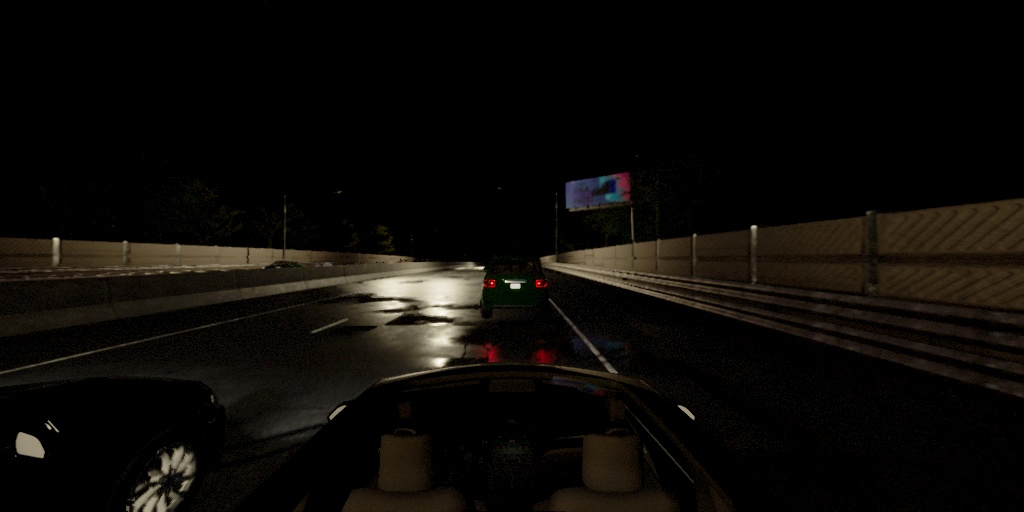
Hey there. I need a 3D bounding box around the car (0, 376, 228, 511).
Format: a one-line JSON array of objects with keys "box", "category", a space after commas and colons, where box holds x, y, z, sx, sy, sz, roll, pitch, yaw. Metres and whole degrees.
[{"box": [-3.400, 1.255, 1.125, 1.837, 1.490, 4.892, 0, 0, 0], "category": "car"}]

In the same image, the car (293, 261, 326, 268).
[{"box": [-21.079, 1.435, 39.217, 2.128, 1.511, 4.902, 0, 0, 0], "category": "car"}]

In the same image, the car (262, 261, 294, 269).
[{"box": [-24.579, 1.289, 38.387, 2.097, 1.767, 4.553, 0, 0, 0], "category": "car"}]

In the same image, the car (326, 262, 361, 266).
[{"box": [-17.582, 1.417, 38.759, 1.882, 1.535, 5.008, 0, 0, 0], "category": "car"}]

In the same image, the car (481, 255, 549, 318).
[{"box": [0.102, 0.994, 13.282, 2.150, 2.045, 5.566, 0, 0, 0], "category": "car"}]
